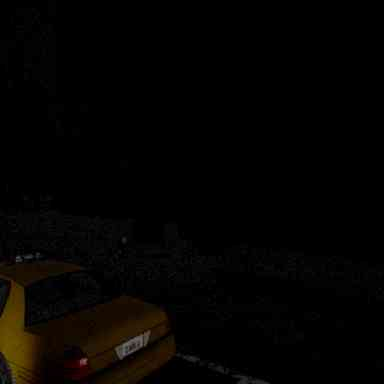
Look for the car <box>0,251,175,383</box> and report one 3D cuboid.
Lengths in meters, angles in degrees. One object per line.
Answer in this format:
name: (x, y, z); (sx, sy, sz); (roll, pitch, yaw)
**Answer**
car: (-2.477, 1.525, 4.726); (4.829, 1.417, 1.752); (0, 0, 35)
